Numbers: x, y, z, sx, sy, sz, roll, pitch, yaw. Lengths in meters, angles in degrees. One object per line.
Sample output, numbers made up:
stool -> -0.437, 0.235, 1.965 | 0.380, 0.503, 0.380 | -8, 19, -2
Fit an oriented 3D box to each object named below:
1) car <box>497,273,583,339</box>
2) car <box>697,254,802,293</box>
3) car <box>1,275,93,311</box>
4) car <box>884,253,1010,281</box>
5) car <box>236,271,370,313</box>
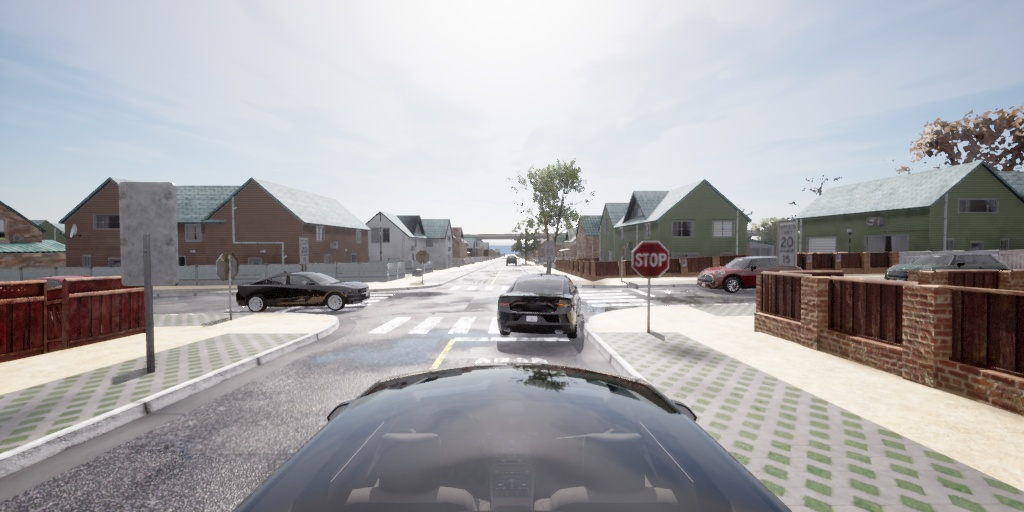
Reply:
car -> 0.948, 1.224, 10.270 | 1.882, 1.535, 5.008 | 0, 0, 12
car -> 11.788, 0.820, 17.893 | 4.553, 1.767, 2.097 | -1, 2, 0
car -> -18.036, 1.546, 14.712 | 5.008, 1.535, 1.882 | -1, 2, 0
car -> 21.683, 0.645, 17.976 | 4.553, 1.767, 2.097 | -1, 2, 0
car -> -8.484, 1.376, 14.786 | 5.008, 1.535, 1.882 | -1, 2, 0
